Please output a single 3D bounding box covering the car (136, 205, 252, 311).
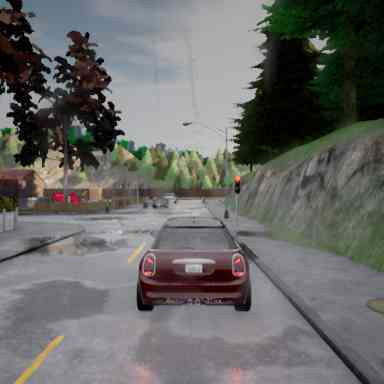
[{"bbox_3d":[0.055,1.351,7.910,2.097,1.767,4.553,0,0,1],"label":"car"}]

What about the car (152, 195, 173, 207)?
[{"bbox_3d":[-4.091,1.485,43.658,2.128,1.511,4.902,0,0,0],"label":"car"}]

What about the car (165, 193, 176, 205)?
[{"bbox_3d":[-4.053,1.212,60.855,2.150,2.045,5.566,0,0,0],"label":"car"}]
